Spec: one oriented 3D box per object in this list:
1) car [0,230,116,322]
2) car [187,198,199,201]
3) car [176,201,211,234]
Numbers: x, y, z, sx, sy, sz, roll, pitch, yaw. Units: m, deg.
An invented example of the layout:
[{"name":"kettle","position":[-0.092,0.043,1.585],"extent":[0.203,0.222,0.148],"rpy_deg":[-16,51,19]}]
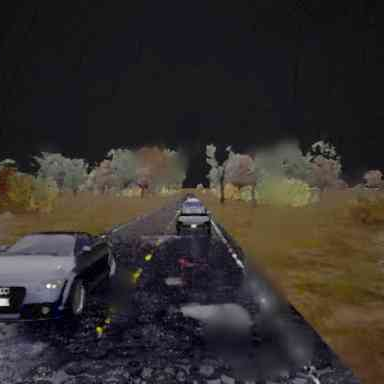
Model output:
[{"name":"car","position":[-3.030,1.568,7.273],"extent":[1.994,1.385,4.181],"rpy_deg":[0,0,0]},{"name":"car","position":[0.100,1.478,40.521],"extent":[1.882,1.535,5.008],"rpy_deg":[0,0,0]},{"name":"car","position":[0.095,1.496,19.148],"extent":[2.128,1.511,4.902],"rpy_deg":[0,0,0]}]
